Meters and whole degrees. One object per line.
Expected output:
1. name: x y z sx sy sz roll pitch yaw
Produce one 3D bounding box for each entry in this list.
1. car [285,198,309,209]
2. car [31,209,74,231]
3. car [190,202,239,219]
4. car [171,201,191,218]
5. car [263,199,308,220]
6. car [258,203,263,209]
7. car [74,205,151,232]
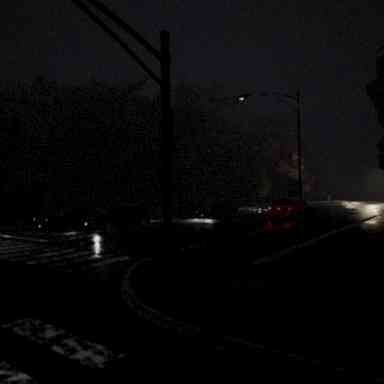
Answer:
1. car: 15.278 1.657 48.312 1.994 1.385 4.181 -1 -1 37
2. car: -8.143 1.801 22.387 1.895 1.301 4.718 -1 -1 37
3. car: 2.475 1.662 31.231 2.033 1.411 5.357 -1 -1 37
4. car: -0.808 1.676 32.260 2.128 1.511 4.902 -1 -1 37
5. car: 8.056 1.330 27.685 2.097 1.767 4.553 -1 -1 37
6. car: 11.410 1.762 48.579 1.895 1.301 4.718 -1 -1 37
7. car: -4.784 1.636 21.464 1.837 1.490 4.892 -1 -1 37
